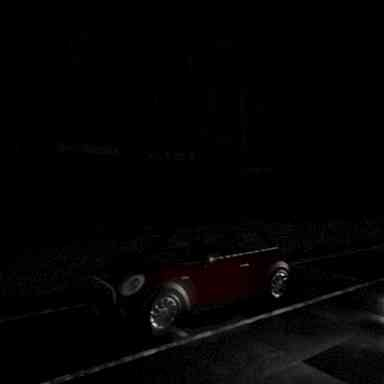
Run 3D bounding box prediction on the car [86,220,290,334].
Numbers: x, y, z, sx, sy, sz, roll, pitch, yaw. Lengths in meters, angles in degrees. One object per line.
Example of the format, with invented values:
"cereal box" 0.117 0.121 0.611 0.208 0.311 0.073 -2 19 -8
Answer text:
"car" 0.037 1.437 6.663 4.097 1.590 1.967 0 0 -35
